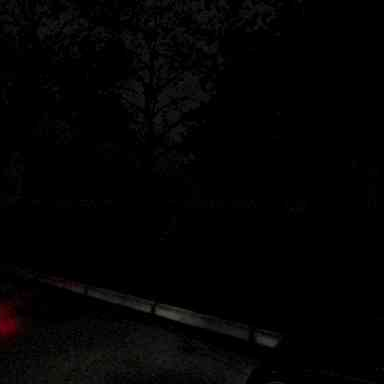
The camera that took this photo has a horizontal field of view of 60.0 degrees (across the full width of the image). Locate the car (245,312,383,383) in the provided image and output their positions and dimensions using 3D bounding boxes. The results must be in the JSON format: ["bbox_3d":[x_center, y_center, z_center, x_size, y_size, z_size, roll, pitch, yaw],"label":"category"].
[{"bbox_3d":[2.416,1.347,1.642,4.553,1.767,2.097,0,0,36],"label":"car"}]
